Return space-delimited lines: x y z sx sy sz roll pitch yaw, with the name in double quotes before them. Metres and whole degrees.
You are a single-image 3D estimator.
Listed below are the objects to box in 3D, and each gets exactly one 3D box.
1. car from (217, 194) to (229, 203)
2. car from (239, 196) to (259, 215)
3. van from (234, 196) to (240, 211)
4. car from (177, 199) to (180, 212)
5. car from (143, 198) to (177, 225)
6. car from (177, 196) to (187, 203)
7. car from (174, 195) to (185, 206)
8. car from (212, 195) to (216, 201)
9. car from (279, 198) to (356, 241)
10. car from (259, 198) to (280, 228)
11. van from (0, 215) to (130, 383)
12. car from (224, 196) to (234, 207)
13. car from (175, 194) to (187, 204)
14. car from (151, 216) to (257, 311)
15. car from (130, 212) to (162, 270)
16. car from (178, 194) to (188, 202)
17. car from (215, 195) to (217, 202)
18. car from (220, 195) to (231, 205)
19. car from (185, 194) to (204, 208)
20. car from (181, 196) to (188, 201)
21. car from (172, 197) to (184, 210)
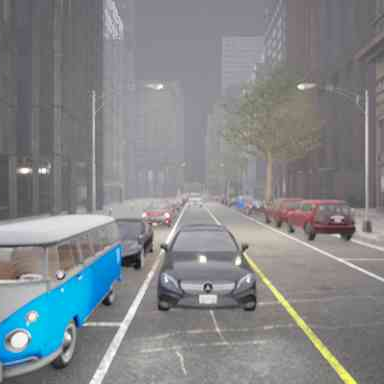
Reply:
"car" 6.369 1.373 61.761 2.192 1.841 5.009 0 0 0
"car" 6.299 1.450 33.564 1.967 1.590 4.097 0 0 0
"van" 6.313 1.355 39.203 1.690 1.788 3.998 0 0 0
"car" -2.241 1.550 27.959 1.887 1.381 4.507 0 0 0
"car" -2.255 1.442 22.320 1.967 1.590 4.097 0 0 0
"car" -2.128 1.655 73.069 1.947 1.339 4.313 0 0 0
"car" -2.185 1.553 50.344 1.752 1.417 4.829 0 0 0
"car" 6.412 1.671 78.679 1.947 1.339 4.313 0 0 0
"car" 6.256 1.313 16.646 2.192 1.841 5.009 0 0 0
"car" 6.271 1.317 22.284 2.192 1.841 5.009 0 0 0
"van" -2.296 1.338 5.403 1.690 1.788 3.998 0 0 0
"car" 6.341 1.610 50.483 1.802 1.307 4.206 0 0 0
"car" -2.142 1.388 67.431 2.192 1.841 5.009 0 0 0
"car" 0.277 1.522 7.863 1.812 1.442 4.674 0 0 0
"car" -2.283 1.562 11.042 1.947 1.339 4.313 0 0 0
"car" -2.114 1.421 78.708 2.192 1.841 5.009 0 0 0
"car" 6.383 1.618 67.400 1.887 1.381 4.507 0 0 0
"car" 6.355 1.608 56.120 1.947 1.339 4.313 0 0 0
"car" 0.482 1.248 49.799 2.150 2.045 5.566 0 0 0
"car" -2.072 1.728 95.624 1.947 1.339 4.313 0 0 0
"car" -2.212 1.596 39.237 1.802 1.307 4.206 0 0 0
